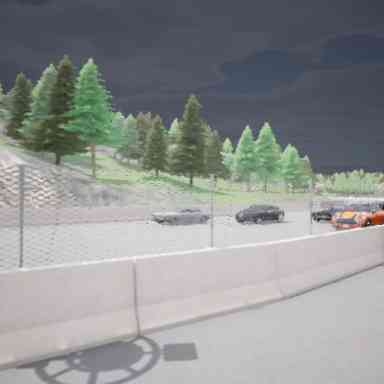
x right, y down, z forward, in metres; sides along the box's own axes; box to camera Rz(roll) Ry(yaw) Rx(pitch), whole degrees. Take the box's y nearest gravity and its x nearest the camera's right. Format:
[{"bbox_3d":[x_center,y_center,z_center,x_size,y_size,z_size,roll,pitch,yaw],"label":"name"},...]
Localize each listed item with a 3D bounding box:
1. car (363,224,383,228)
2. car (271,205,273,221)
[{"bbox_3d":[11.249,1.565,22.213,4.553,1.767,2.097,0,-1,-42],"label":"car"},{"bbox_3d":[5.521,1.735,26.499,4.892,1.490,1.837,1,-1,-42],"label":"car"}]
